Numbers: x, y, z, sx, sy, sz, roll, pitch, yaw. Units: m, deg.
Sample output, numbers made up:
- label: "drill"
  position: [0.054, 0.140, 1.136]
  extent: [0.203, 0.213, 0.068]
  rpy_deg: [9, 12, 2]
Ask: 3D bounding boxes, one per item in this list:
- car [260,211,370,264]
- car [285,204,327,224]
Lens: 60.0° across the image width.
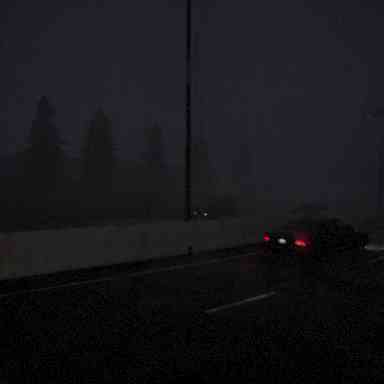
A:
- label: "car"
  position: [4.757, 1.651, 12.426]
  extent: [5.357, 1.411, 2.033]
  rpy_deg: [1, 0, -43]
- label: "car"
  position: [9.613, 1.791, 27.959]
  extent: [1.994, 1.385, 4.181]
  rpy_deg: [0, 0, 40]
